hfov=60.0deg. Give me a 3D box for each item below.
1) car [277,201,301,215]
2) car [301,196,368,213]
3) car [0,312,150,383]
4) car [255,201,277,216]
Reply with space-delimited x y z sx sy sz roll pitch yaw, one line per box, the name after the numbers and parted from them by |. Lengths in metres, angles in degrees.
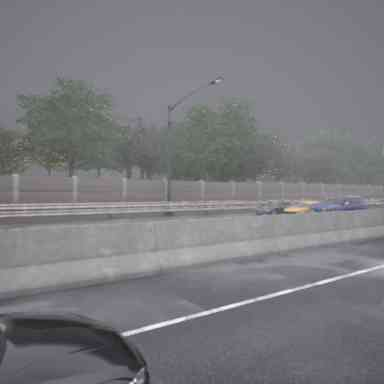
9.855 1.555 28.212 5.008 1.535 1.882 0 0 -35 | car
10.885 1.294 24.649 5.566 2.045 2.150 0 0 -35 | car
-2.564 1.489 1.917 4.902 1.511 2.128 0 0 -36 | car
8.067 1.583 31.236 4.892 1.490 1.837 0 0 -35 | car
